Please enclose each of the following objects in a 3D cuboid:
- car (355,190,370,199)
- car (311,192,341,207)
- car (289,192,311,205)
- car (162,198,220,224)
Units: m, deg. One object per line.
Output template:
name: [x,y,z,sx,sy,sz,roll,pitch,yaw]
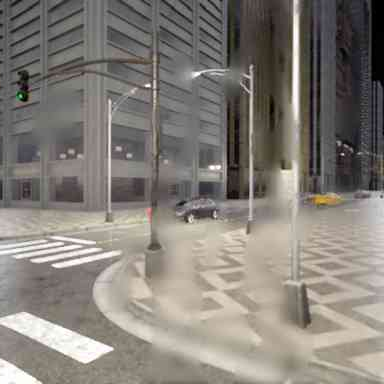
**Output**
car: [29.311,0.443,57.163,2.128,1.511,4.902,0,1,36]
car: [15.519,0.788,37.858,1.882,1.535,5.008,0,1,36]
car: [13.260,0.784,40.149,2.128,1.511,4.902,0,1,36]
car: [0.053,1.165,21.717,1.837,1.490,4.892,0,1,36]
